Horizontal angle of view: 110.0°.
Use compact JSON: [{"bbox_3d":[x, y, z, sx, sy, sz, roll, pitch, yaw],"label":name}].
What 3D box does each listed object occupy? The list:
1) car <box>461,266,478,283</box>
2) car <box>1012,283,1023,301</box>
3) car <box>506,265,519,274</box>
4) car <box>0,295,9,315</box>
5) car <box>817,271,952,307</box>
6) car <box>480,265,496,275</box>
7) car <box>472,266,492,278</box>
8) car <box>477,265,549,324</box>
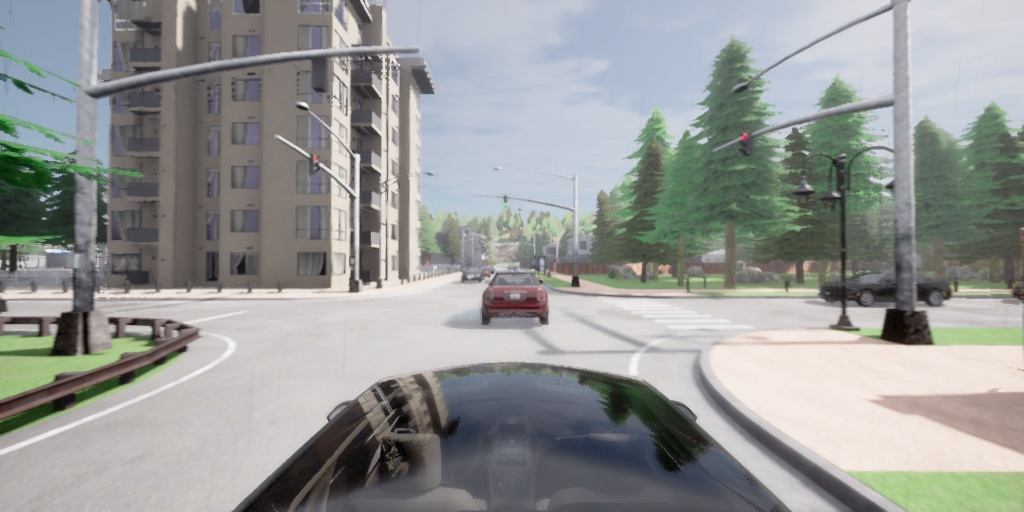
[{"bbox_3d":[-3.592,1.700,33.373,2.128,1.511,4.902,0,-1,0],"label":"car"},{"bbox_3d":[26.314,1.457,16.537,4.892,1.490,1.837,0,-1,-1],"label":"car"},{"bbox_3d":[0.098,2.101,57.205,2.033,1.411,5.357,0,-1,2],"label":"car"},{"bbox_3d":[-19.577,1.473,11.728,4.181,1.385,1.994,0,-1,-1],"label":"car"},{"bbox_3d":[16.819,1.426,16.337,5.008,1.535,1.882,0,-1,-1],"label":"car"},{"bbox_3d":[-3.531,2.052,53.829,2.033,1.411,5.357,0,-1,1],"label":"car"},{"bbox_3d":[-3.581,1.915,43.225,1.994,1.385,4.181,0,-1,0],"label":"car"},{"bbox_3d":[0.100,1.255,12.825,2.097,1.767,4.553,0,-1,0],"label":"car"}]
